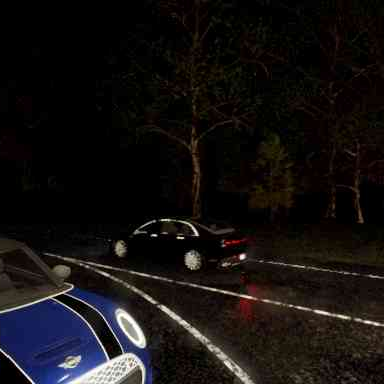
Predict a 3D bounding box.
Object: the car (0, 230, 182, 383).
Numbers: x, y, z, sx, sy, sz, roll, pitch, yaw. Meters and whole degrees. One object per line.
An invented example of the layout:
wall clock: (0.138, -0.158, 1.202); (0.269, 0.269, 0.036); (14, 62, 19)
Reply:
car: (-2.596, 1.338, 3.735); (4.553, 1.767, 2.097); (1, 0, 35)

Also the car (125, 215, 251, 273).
car: (-0.558, 1.511, 10.550); (4.892, 1.490, 1.837); (0, 0, 36)
